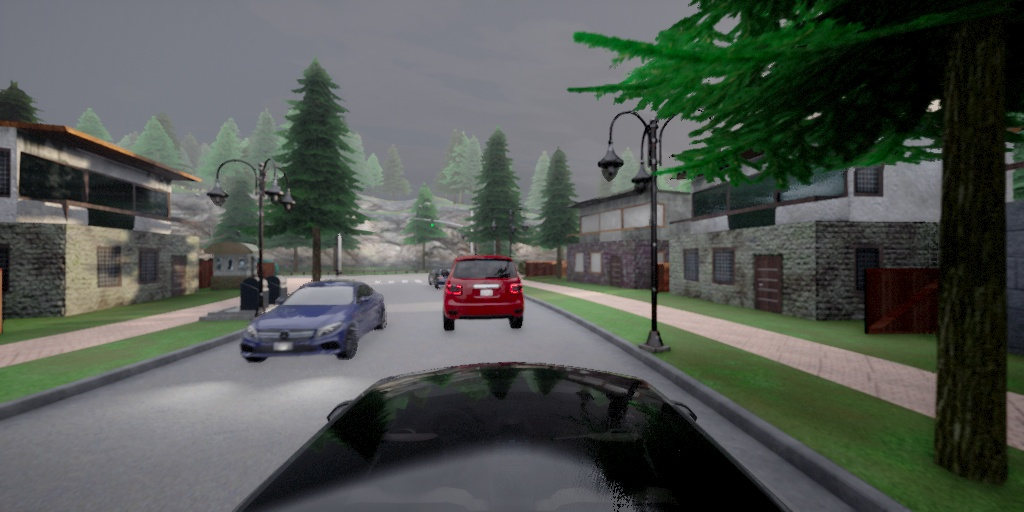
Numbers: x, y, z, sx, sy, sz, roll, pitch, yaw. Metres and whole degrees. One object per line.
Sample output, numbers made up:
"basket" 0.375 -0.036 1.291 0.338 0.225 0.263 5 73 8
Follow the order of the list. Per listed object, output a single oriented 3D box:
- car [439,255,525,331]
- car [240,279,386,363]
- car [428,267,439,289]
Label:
"car" -1.051 1.025 11.446 2.150 2.045 5.566 0 -1 -9
"car" -4.268 1.317 8.517 1.812 1.442 4.674 0 0 -8
"car" -4.699 1.435 24.995 2.033 1.411 5.357 0 0 -19
